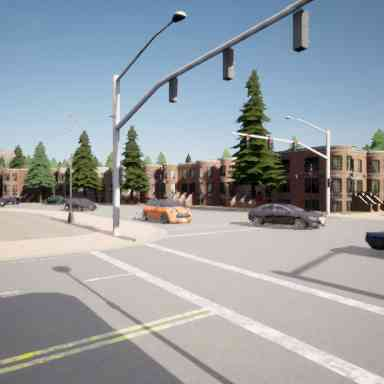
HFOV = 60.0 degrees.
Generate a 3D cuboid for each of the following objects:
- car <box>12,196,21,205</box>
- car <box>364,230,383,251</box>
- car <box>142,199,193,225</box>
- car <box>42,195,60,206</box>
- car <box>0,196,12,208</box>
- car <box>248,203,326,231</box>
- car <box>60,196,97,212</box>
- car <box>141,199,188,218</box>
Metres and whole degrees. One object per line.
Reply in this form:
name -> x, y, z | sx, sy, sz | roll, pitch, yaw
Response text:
car -> -32.922, 1.490, 58.961 | 4.902, 1.511, 2.128 | 0, 0, 9
car -> 8.087, 1.599, 10.207 | 1.895, 1.301, 4.718 | 0, 0, -34
car -> -1.864, 1.350, 24.413 | 2.097, 1.767, 4.553 | 0, 0, -36
car -> -23.239, 1.350, 56.492 | 4.553, 1.767, 2.097 | 0, 0, 21
car -> -28.922, 1.521, 47.559 | 4.902, 1.511, 2.128 | 0, 0, 16
car -> 5.815, 1.490, 20.947 | 4.902, 1.511, 2.128 | 0, 0, 44
car -> -12.793, 1.503, 38.054 | 4.892, 1.490, 1.837 | 0, 0, 42
car -> -2.726, 1.490, 31.455 | 2.128, 1.511, 4.902 | 0, 0, -37
